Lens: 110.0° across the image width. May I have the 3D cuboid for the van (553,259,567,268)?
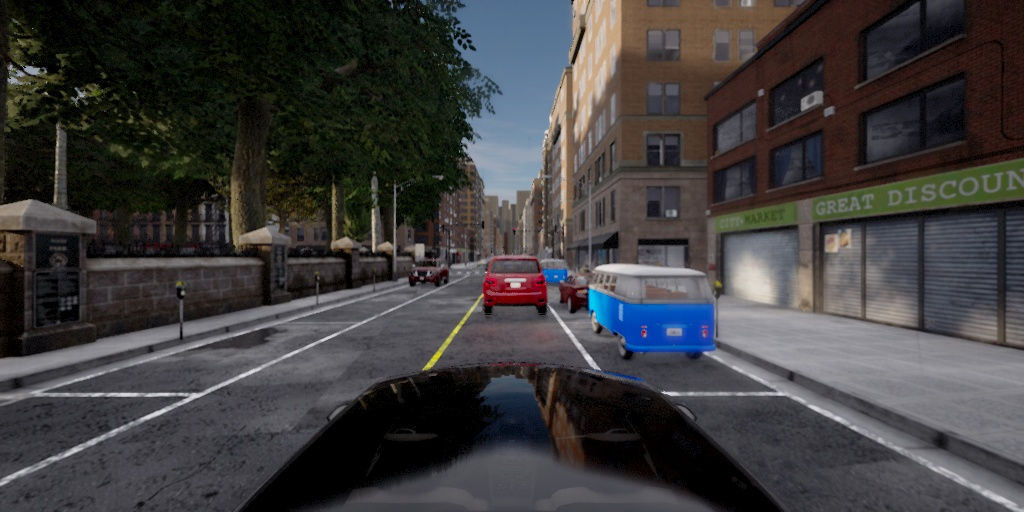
[{"bbox_3d":[2.847,1.115,25.125,1.690,1.789,3.998,0,0,0],"label":"van"}]

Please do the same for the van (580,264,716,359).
[{"bbox_3d":[2.851,1.099,8.143,1.690,1.789,3.998,0,0,0],"label":"van"}]

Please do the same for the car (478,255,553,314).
[{"bbox_3d":[0.093,0.989,13.898,2.150,2.045,5.566,0,0,0],"label":"car"}]

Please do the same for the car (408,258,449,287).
[{"bbox_3d":[-5.677,1.088,25.083,2.192,1.841,5.009,0,0,0],"label":"car"}]

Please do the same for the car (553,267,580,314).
[{"bbox_3d":[2.850,1.309,13.804,1.888,1.381,4.507,0,0,0],"label":"car"}]
